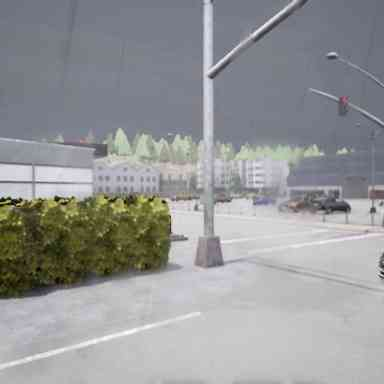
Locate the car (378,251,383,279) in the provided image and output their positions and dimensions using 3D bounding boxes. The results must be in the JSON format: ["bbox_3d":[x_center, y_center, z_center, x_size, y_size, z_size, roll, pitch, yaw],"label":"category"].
[{"bbox_3d":[6.770,1.538,8.719,4.892,1.490,1.837,-1,0,-36],"label":"car"}]

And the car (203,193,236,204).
[{"bbox_3d":[4.552,1.140,55.217,4.514,1.523,2.007,0,0,-35],"label":"car"}]

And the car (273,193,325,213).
[{"bbox_3d":[10.768,1.207,32.905,5.027,1.636,2.152,0,0,-35],"label":"car"}]

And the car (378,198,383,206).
[{"bbox_3d":[26.138,1.179,43.498,3.806,1.475,1.970,0,0,-35],"label":"car"}]

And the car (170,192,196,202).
[{"bbox_3d":[-2.016,0.935,65.825,4.605,1.855,1.932,0,0,-35],"label":"car"}]

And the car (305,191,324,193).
[{"bbox_3d":[23.370,0.858,60.613,4.605,1.855,1.932,0,0,-35],"label":"car"}]

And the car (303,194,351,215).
[{"bbox_3d":[12.612,1.217,30.366,4.514,1.523,2.007,0,0,-35],"label":"car"}]

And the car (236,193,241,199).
[{"bbox_3d":[10.073,0.994,78.302,3.806,1.475,1.970,0,0,-35],"label":"car"}]

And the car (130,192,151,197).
[{"bbox_3d":[-10.345,0.949,64.000,3.866,1.878,1.905,0,0,-35],"label":"car"}]

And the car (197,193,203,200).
[{"bbox_3d":[2.198,1.091,77.256,4.514,1.523,2.007,0,0,-35],"label":"car"}]

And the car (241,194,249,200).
[{"bbox_3d":[14.021,0.915,73.233,5.027,1.636,2.152,0,0,-35],"label":"car"}]

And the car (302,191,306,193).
[{"bbox_3d":[21.364,0.839,62.756,3.866,1.878,1.905,0,0,-35],"label":"car"}]

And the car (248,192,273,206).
[{"bbox_3d":[10.253,1.162,47.010,3.633,1.501,1.845,0,0,-35],"label":"car"}]
